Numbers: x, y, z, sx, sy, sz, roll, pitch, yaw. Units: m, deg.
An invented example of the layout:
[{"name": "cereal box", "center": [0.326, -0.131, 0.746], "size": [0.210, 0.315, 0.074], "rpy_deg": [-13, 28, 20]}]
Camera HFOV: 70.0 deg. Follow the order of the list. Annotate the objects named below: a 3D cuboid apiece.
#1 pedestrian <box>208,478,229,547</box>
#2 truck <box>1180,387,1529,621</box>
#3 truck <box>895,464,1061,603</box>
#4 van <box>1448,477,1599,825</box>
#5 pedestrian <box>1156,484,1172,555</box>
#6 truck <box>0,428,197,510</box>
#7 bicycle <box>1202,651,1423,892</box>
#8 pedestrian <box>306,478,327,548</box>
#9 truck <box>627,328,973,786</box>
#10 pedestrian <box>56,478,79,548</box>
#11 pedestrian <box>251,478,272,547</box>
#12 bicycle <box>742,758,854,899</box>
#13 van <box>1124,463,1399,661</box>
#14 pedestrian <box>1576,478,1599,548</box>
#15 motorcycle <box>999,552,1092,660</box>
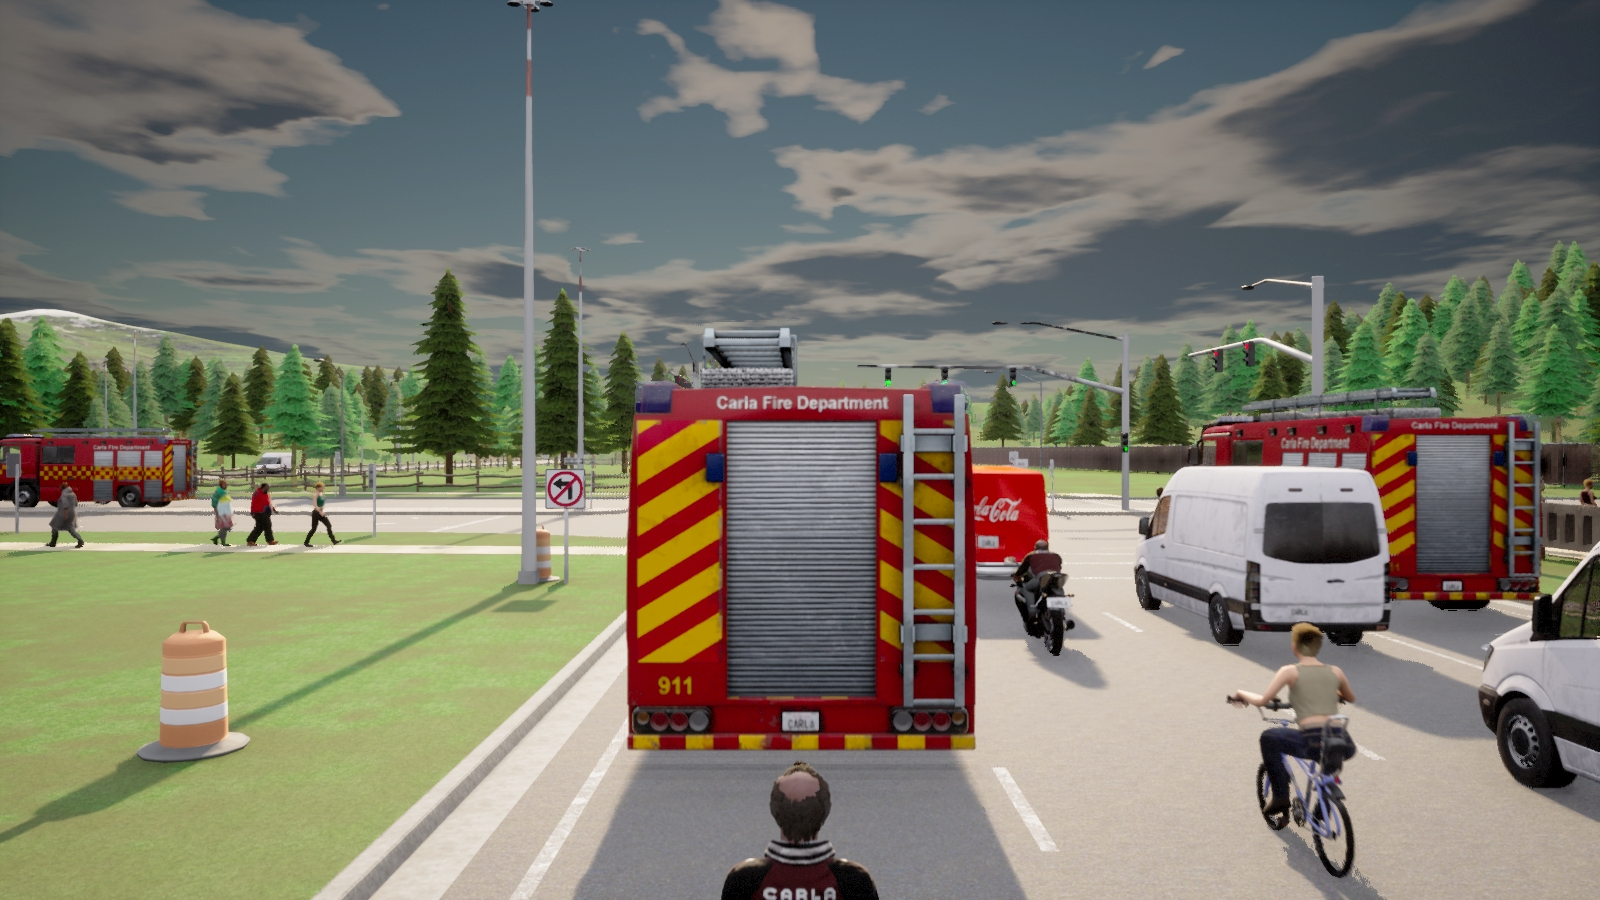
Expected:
[{"name": "pedestrian", "center": [-15.844, 1.697, 31.124], "size": [0.375, 1.860, 0.375], "rpy_deg": [0, 0, 4]}, {"name": "truck", "center": [10.497, 0.890, 22.946], "size": [2.891, 3.827, 8.468], "rpy_deg": [0, 0, 0]}, {"name": "truck", "center": [3.500, 1.575, 23.665], "size": [2.627, 2.467, 5.204], "rpy_deg": [0, 0, 0]}, {"name": "van", "center": [6.995, 1.535, 7.621], "size": [1.988, 2.561, 5.915], "rpy_deg": [0, 0, 0]}, {"name": "pedestrian", "center": [9.658, 1.849, 30.336], "size": [0.375, 1.860, 0.375], "rpy_deg": [0, 0, 14]}, {"name": "truck", "center": [-34.171, 0.890, 55.274], "size": [8.468, 3.827, 2.891], "rpy_deg": [0, 0, 1]}, {"name": "bicycle", "center": [3.493, 2.159, 7.952], "size": [0.859, 1.277, 1.487], "rpy_deg": [0, -1, 0]}, {"name": "pedestrian", "center": [-13.049, 1.696, 30.829], "size": [0.375, 1.860, 0.375], "rpy_deg": [0, 0, 7]}, {"name": "truck", "center": [-0.003, 0.891, 13.787], "size": [2.891, 3.827, 8.468], "rpy_deg": [0, 0, 0]}, {"name": "pedestrian", "center": [-19.684, 1.696, 30.706], "size": [0.375, 1.860, 0.375], "rpy_deg": [0, 0, 5]}, {"name": "pedestrian", "center": [-14.603, 1.696, 31.000], "size": [0.375, 1.860, 0.375], "rpy_deg": [0, 0, 6]}, {"name": "bicycle", "center": [-0.006, 2.060, 3.999], "size": [0.329, 1.471, 1.835], "rpy_deg": [0, 0, 0]}, {"name": "van", "center": [6.998, 1.535, 18.214], "size": [1.988, 2.561, 5.915], "rpy_deg": [0, 0, 0]}, {"name": "pedestrian", "center": [21.177, 1.696, 30.713], "size": [0.375, 1.860, 0.375], "rpy_deg": [0, 0, 2]}, {"name": "motorcycle", "center": [3.499, 2.205, 16.512], "size": [0.867, 1.251, 2.209], "rpy_deg": [0, 0, 0]}]
